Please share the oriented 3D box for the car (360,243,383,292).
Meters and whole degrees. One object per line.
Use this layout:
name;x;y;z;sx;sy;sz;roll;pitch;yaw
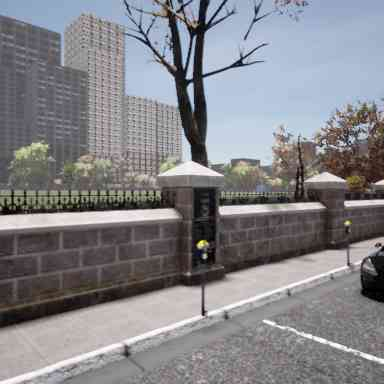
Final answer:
car;5.638;1.566;7.960;4.313;1.339;1.947;0;0;-42
